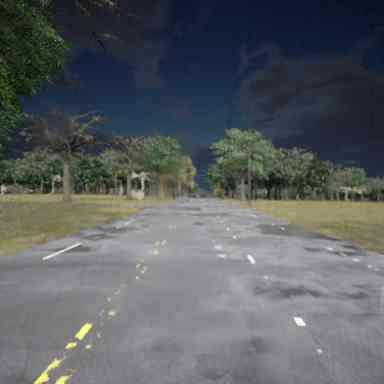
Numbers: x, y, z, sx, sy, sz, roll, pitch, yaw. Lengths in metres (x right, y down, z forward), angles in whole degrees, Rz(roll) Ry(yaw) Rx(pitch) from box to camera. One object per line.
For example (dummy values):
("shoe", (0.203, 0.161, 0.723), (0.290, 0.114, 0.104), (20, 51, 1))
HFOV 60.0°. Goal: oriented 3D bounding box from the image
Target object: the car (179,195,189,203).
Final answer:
("car", (-1.766, 1.536, 73.217), (2.097, 1.767, 4.553), (0, 0, 1))
